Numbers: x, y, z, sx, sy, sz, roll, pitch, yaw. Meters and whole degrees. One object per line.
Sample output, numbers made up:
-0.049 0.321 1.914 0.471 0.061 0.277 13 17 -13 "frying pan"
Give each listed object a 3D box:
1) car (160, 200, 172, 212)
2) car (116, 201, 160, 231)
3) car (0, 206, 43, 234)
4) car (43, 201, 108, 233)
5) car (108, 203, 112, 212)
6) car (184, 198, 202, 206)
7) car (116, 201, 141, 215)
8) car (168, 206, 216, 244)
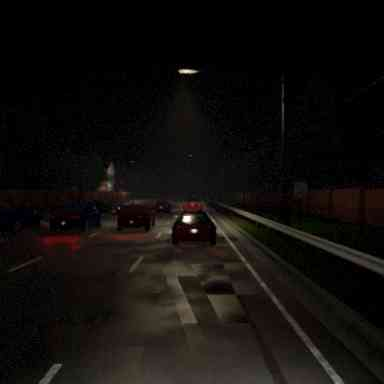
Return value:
-3.454 1.680 39.145 1.994 1.385 4.181 0 0 0 "car"
-3.411 1.540 21.177 1.882 1.535 5.008 0 0 0 "car"
-10.410 1.534 19.473 1.882 1.535 5.008 0 0 0 "car"
-6.910 1.537 20.337 1.882 1.535 5.008 0 -1 0 "car"
-10.462 1.676 37.908 1.994 1.385 4.181 0 0 0 "car"
0.080 1.470 39.724 2.097 1.767 4.553 0 0 0 "car"
-6.969 1.709 36.885 1.895 1.301 4.718 0 0 0 "car"
0.091 1.612 16.027 1.994 1.385 4.181 0 0 0 "car"
